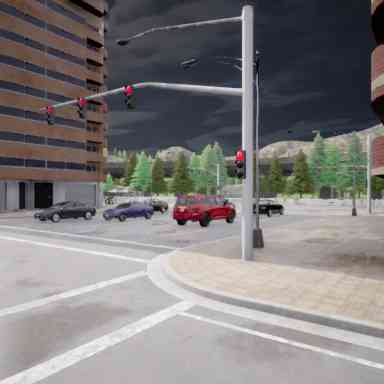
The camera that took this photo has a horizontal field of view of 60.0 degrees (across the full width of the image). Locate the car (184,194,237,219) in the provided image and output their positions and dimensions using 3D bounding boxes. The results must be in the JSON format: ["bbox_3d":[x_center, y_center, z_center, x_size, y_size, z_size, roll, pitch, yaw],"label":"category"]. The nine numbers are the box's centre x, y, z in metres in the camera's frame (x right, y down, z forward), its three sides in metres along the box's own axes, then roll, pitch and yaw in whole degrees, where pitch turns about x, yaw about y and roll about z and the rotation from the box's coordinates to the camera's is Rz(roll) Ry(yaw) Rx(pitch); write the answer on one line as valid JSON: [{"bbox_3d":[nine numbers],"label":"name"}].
[{"bbox_3d":[1.858,1.221,30.321,2.150,2.045,5.566,0,0,36],"label":"car"}]

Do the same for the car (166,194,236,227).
[{"bbox_3d":[0.966,1.221,23.092,2.150,2.045,5.566,0,0,36],"label":"car"}]

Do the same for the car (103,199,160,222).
[{"bbox_3d":[-5.048,1.526,27.030,1.812,1.442,4.674,0,0,36],"label":"car"}]

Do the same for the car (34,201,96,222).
[{"bbox_3d":[-9.907,1.505,26.288,1.837,1.490,4.892,0,0,36],"label":"car"}]

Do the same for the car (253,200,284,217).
[{"bbox_3d":[7.158,1.478,31.701,1.882,1.535,5.008,0,0,36],"label":"car"}]

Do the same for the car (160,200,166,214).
[{"bbox_3d":[-4.426,1.491,33.830,2.128,1.511,4.902,0,0,36],"label":"car"}]
